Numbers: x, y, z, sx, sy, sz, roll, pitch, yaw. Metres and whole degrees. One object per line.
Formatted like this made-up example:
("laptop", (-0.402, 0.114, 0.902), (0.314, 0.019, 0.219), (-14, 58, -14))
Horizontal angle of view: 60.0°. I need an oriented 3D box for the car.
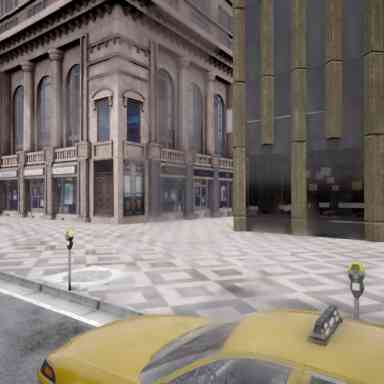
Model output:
("car", (0.718, 1.525, 2.462), (4.829, 1.417, 1.752), (0, 0, 36))
